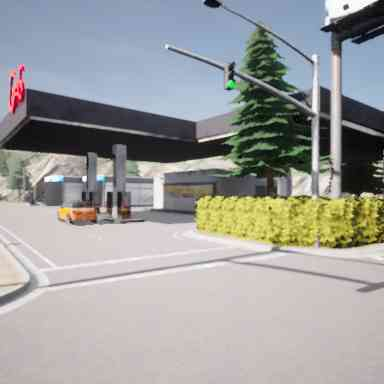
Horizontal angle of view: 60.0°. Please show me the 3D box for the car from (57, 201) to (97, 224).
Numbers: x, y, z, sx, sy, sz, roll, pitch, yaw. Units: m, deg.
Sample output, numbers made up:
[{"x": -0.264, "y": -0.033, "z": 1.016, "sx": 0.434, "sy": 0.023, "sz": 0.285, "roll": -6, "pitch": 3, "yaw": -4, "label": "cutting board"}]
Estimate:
[{"x": -9.344, "y": 1.552, "z": 26.813, "sx": 2.097, "sy": 1.767, "sz": 4.553, "roll": 0, "pitch": 0, "yaw": -35, "label": "car"}]
